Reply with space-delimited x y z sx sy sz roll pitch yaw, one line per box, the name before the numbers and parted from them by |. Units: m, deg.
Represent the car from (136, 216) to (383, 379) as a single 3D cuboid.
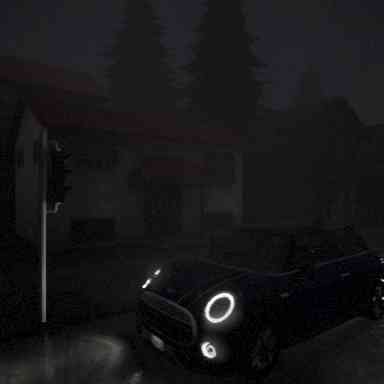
car | 1.351 1.352 5.650 4.553 1.767 2.097 0 0 -37
